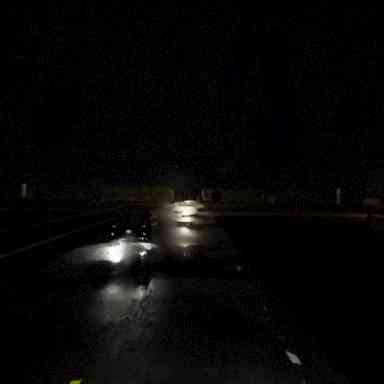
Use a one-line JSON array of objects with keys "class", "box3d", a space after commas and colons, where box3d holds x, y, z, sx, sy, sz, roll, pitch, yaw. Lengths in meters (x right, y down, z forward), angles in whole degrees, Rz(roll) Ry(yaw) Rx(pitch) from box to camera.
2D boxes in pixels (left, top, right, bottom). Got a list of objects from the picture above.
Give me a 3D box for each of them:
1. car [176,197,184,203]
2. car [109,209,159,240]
[{"class": "car", "box3d": [-2.742, 1.799, 76.983, 2.033, 1.411, 5.357, 0, -1, 0]}, {"class": "car", "box3d": [-2.827, 1.565, 16.801, 1.994, 1.385, 4.181, 0, 0, 0]}]
